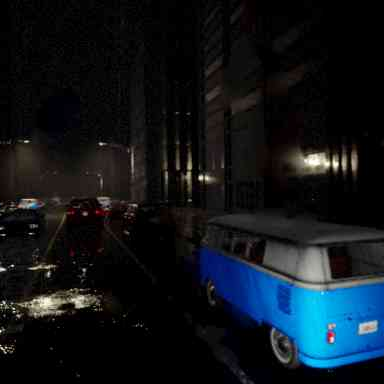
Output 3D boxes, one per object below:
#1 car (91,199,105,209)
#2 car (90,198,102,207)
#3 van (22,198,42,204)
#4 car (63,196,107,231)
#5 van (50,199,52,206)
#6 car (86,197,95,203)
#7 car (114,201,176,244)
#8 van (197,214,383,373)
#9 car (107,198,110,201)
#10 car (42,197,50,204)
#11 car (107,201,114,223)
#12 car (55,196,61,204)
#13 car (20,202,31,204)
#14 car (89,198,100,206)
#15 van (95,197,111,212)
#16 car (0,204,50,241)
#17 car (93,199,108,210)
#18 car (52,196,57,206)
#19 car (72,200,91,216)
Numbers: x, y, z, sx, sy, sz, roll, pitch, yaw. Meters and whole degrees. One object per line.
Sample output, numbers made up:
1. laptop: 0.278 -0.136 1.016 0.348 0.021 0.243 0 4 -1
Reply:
1. car: -15.078 1.871 53.271 1.947 1.339 4.313 -1 0 -19
2. car: -16.967 1.868 58.733 1.752 1.417 4.829 -1 0 -19
3. van: -19.470 1.698 39.875 1.690 1.788 3.998 -1 0 -19
4. car: -7.111 1.362 21.994 2.150 2.045 5.566 -1 0 -19
5. van: -24.968 1.807 55.780 1.690 1.788 3.998 -1 0 -19
6. car: -26.074 2.095 85.077 2.008 1.369 4.403 -1 0 -19
7. car: -2.253 1.369 16.163 2.192 1.841 5.009 -1 0 -19
8. van: 1.412 1.325 5.561 1.690 1.788 3.998 -1 0 -19
9. car: -7.749 1.601 32.066 1.967 1.590 4.097 -1 0 -19
10. car: -23.134 1.870 50.478 1.967 1.590 4.097 -1 0 -19
11. car: -5.915 1.670 26.765 1.887 1.381 4.507 -1 0 -19
12. car: -34.128 2.234 82.286 1.947 1.339 4.313 -1 0 -19
13. car: -15.801 1.836 29.272 2.008 1.369 4.403 -1 0 -19
14. car: -18.800 1.906 64.034 1.752 1.417 4.829 -1 0 -19
15. van: -11.416 1.574 42.669 1.690 1.788 3.998 -1 0 -19
16. car: -9.143 1.643 18.207 1.882 1.535 5.008 -1 0 -19
17. car: -13.246 1.814 47.970 1.887 1.381 4.507 -1 0 -19
18. car: -28.575 2.067 66.221 1.752 1.417 4.829 -1 0 -19
19. car: -12.427 1.749 37.381 1.837 1.490 4.892 -1 1 -19
